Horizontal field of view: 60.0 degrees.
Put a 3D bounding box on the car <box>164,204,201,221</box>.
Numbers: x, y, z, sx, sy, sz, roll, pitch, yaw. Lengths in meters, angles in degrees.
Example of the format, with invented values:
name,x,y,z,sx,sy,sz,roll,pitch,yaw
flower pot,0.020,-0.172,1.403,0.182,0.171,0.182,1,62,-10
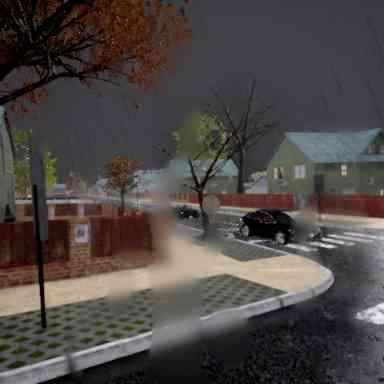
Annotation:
name,x,y,z,sx,sy,sz,roll,pitch,yaw
car,-0.912,1.721,28.845,1.895,1.301,4.718,-3,1,-22

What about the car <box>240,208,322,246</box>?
name,x,y,z,sx,sy,sz,roll,pitch,yaw
car,4.155,1.617,16.393,1.837,1.490,4.892,-3,1,-23
